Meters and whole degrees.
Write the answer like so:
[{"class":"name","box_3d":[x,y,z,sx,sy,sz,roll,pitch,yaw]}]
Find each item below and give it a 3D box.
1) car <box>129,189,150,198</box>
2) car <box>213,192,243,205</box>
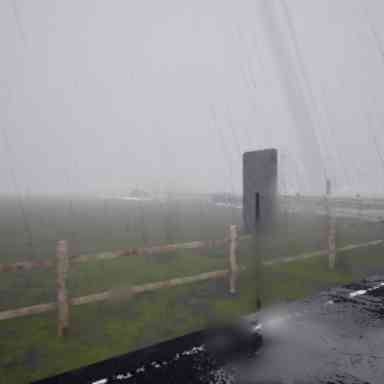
[{"class":"car","box_3d":[-9.231,0.187,58.509,2.097,1.767,4.553,0,1,-35]},{"class":"car","box_3d":[4.466,0.753,39.176,2.128,1.511,4.902,0,1,-35]}]
